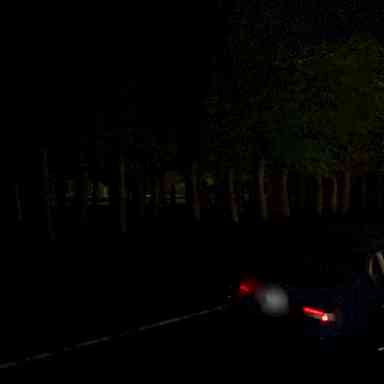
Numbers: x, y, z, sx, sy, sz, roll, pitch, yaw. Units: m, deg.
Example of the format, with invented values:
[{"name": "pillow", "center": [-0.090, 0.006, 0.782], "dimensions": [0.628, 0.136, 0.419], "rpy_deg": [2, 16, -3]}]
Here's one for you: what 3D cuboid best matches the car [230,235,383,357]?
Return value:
[{"name": "car", "center": [3.163, 1.521, 5.999], "dimensions": [5.357, 1.411, 2.033], "rpy_deg": [0, 0, -35]}]
